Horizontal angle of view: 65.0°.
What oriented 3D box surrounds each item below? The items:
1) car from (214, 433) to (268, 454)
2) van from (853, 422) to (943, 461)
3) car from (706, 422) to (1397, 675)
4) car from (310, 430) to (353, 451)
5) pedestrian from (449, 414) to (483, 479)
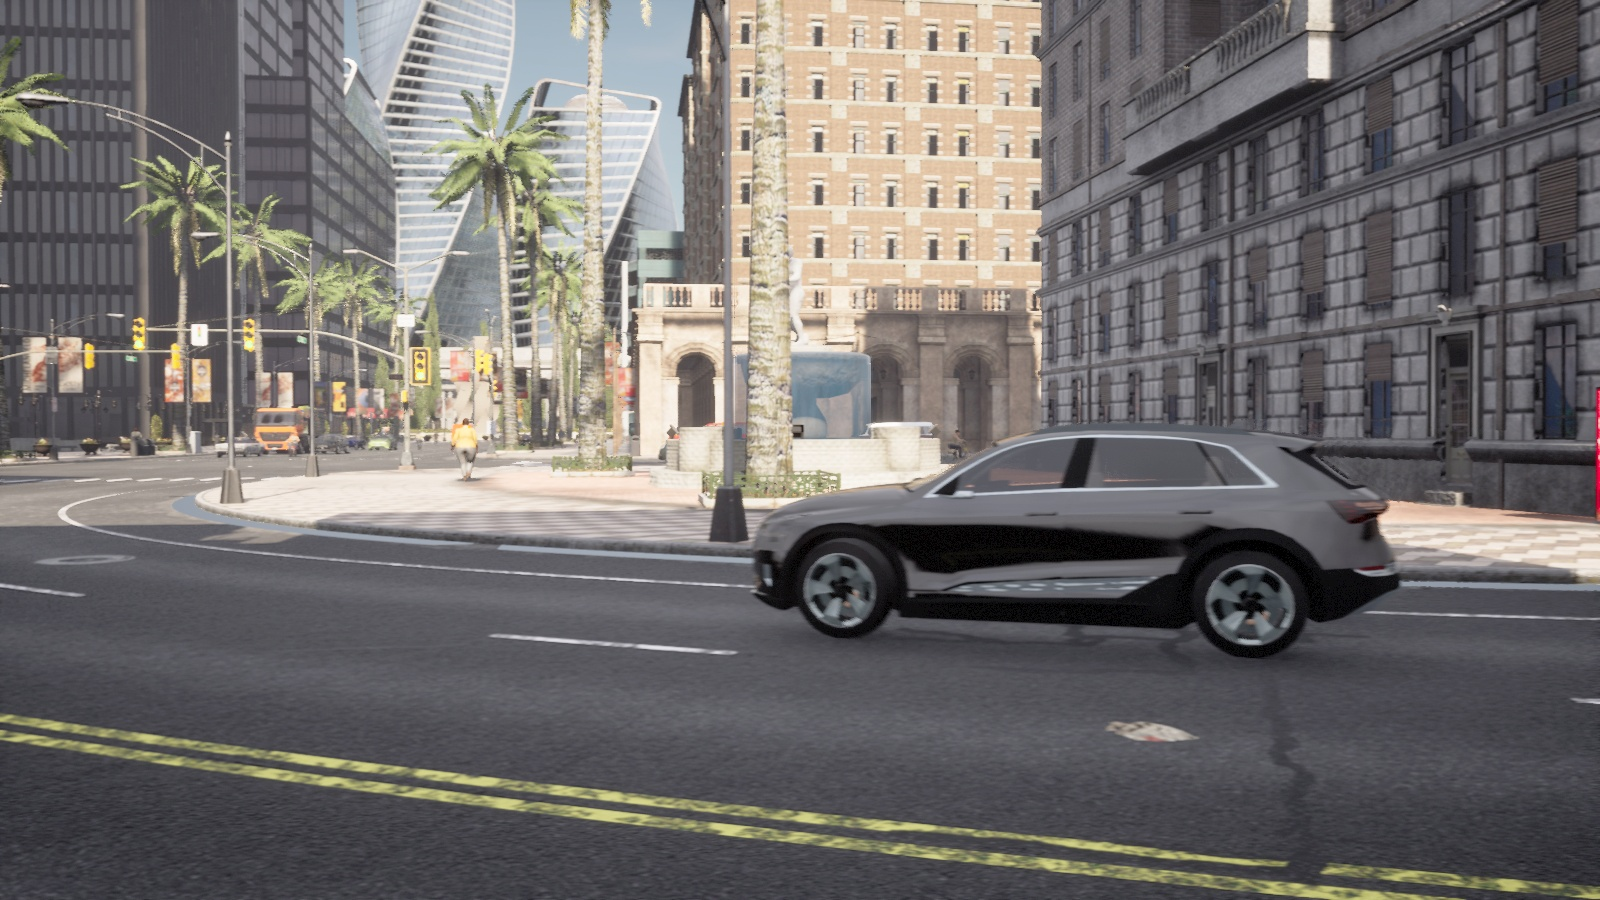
[{"bbox_3d":[-36.263,-0.455,81.616,1.895,1.301,4.718,0,1,-7],"label":"car"},{"bbox_3d":[5.267,-0.453,67.640,4.480,2.038,2.069,0,1,-7],"label":"van"},{"bbox_3d":[1.895,0.614,9.932,4.856,1.649,2.033,1,1,18],"label":"car"},{"bbox_3d":[-33.886,-0.682,90.900,1.837,1.490,4.892,0,1,-7],"label":"car"},{"bbox_3d":[-9.645,-0.105,36.289,0.874,1.855,0.900,0,1,-8],"label":"pedestrian"}]
